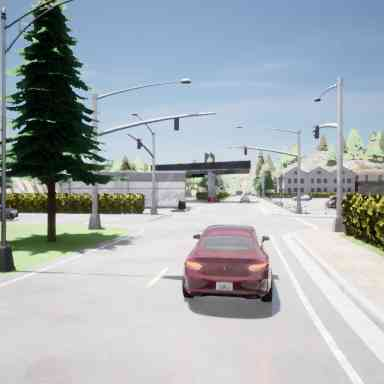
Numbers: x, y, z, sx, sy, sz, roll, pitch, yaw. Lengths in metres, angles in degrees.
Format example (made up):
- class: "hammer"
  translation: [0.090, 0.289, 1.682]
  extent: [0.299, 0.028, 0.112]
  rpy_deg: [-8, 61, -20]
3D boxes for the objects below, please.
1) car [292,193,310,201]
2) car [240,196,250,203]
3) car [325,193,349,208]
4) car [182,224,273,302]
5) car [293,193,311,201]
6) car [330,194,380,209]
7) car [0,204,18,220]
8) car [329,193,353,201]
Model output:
- class: "car"
  translation: [24.904, 1.361, 75.861]
  extent: [3.806, 1.475, 1.970]
  rpy_deg: [0, 0, 9]
- class: "car"
  translation: [10.849, 1.526, 68.068]
  extent: [1.812, 1.442, 4.674]
  rpy_deg: [0, 0, 10]
- class: "car"
  translation: [19.529, 1.330, 42.028]
  extent: [5.027, 1.636, 2.152]
  rpy_deg: [0, 0, 9]
- class: "car"
  translation: [0.940, 1.526, 8.241]
  extent: [1.812, 1.442, 4.674]
  rpy_deg: [0, 0, 9]
- class: "car"
  translation: [26.034, 1.077, 79.047]
  extent: [3.866, 1.878, 1.905]
  rpy_deg: [0, 0, 9]
- class: "car"
  translation: [19.084, 1.340, 38.922]
  extent: [4.514, 1.523, 2.007]
  rpy_deg: [0, 0, 9]
- class: "car"
  translation: [-16.208, 1.492, 26.272]
  extent: [4.902, 1.511, 2.128]
  rpy_deg: [0, 0, 9]
- class: "car"
  translation: [33.283, 1.097, 74.555]
  extent: [4.605, 1.855, 1.932]
  rpy_deg: [0, 0, 9]
